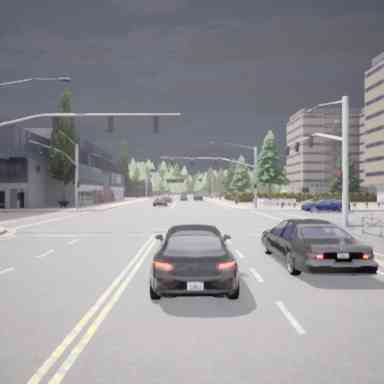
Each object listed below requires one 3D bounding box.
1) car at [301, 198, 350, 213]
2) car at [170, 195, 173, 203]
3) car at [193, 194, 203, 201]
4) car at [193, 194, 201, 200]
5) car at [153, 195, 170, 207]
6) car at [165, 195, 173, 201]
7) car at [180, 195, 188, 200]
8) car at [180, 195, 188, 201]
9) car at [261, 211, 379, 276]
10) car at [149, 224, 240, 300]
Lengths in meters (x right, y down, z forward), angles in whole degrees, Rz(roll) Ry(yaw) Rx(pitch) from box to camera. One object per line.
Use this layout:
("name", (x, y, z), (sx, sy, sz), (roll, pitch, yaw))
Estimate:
("car", (14.402, 1.444, 35.988), (5.008, 1.535, 1.882), (0, 0, -1))
("car", (-5.113, 1.503, 65.377), (1.994, 1.385, 4.181), (0, 0, -1))
("car", (1.578, 1.421, 78.658), (1.837, 1.490, 4.892), (0, 0, -1))
("car", (1.315, 1.309, 88.890), (1.882, 1.535, 5.008), (0, 0, -1))
("car", (-4.780, 1.517, 50.291), (1.994, 1.385, 4.181), (0, 0, -2))
("car", (-5.440, 1.393, 79.280), (1.882, 1.535, 5.008), (0, 0, -1))
("car", (-2.183, 1.384, 88.801), (1.994, 1.385, 4.181), (0, 0, -1))
("car", (-1.910, 1.460, 78.166), (2.033, 1.411, 5.357), (0, 0, -1))
("car", (3.534, 1.538, 10.303), (2.033, 1.411, 5.357), (0, 0, 0))
("car", (0.037, 1.518, 8.247), (1.812, 1.442, 4.674), (0, 0, -1))
